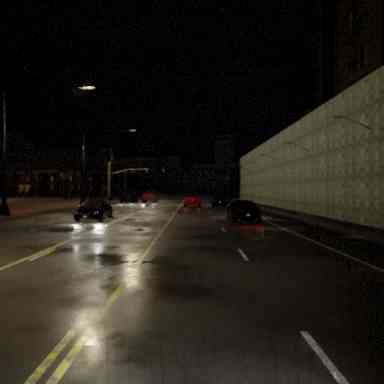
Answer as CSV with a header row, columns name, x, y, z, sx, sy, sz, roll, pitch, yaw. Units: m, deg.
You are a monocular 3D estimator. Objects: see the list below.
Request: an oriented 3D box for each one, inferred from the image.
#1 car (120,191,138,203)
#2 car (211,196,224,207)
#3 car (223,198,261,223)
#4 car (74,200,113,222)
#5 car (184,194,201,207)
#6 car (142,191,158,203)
name,x,y,z,sx,sy,sz,roll,pitch,yaw
car,-10.487,0.811,55.802,2.150,2.045,5.566,0,0,0
car,3.580,1.238,44.113,1.994,1.385,4.181,0,1,0
car,3.608,1.301,23.746,1.882,1.535,5.008,0,1,0
car,-7.048,1.345,24.295,1.812,1.442,4.674,0,0,0
car,0.083,1.023,44.360,2.097,1.767,4.553,0,0,0
car,-6.987,0.811,55.802,2.150,2.045,5.566,0,0,0
